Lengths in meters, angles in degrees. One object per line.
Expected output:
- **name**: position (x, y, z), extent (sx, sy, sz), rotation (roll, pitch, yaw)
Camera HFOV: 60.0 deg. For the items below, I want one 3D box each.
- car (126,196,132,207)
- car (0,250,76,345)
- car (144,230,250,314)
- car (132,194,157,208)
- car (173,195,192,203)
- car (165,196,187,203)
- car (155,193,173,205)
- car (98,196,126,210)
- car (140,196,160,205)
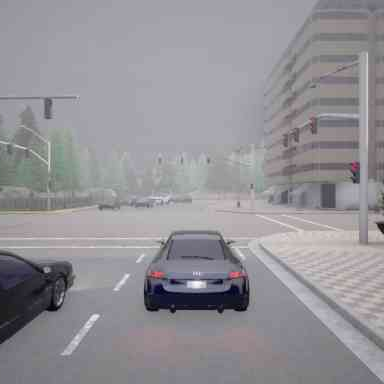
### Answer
- **car**: position (-9.853, 1.352, 52.283), extent (2.097, 1.767, 4.553), rotation (0, 0, 6)
- **car**: position (-3.428, 1.547, 4.694), extent (2.033, 1.411, 5.357), rotation (0, 0, 0)
- **car**: position (0.090, 1.564, 7.729), extent (1.994, 1.385, 4.181), rotation (0, 0, 0)
- **car**: position (-6.778, 1.477, 47.586), extent (1.882, 1.535, 5.008), rotation (0, 0, 3)
- **car**: position (-1.819, 1.352, 67.117), extent (2.097, 1.767, 4.553), rotation (0, 0, 28)
- **car**: position (-3.375, 1.540, 71.564), extent (2.033, 1.411, 5.357), rotation (0, 0, 31)
- **car**: position (-5.551, 1.221, 57.604), extent (2.150, 2.045, 5.566), rotation (0, 0, 15)
- **car**: position (-10.477, 1.547, 42.820), extent (2.033, 1.411, 5.357), rotation (0, 0, 1)
- **car**: position (-7.769, 1.526, 62.177), extent (1.812, 1.442, 4.674), rotation (0, 0, 20)
